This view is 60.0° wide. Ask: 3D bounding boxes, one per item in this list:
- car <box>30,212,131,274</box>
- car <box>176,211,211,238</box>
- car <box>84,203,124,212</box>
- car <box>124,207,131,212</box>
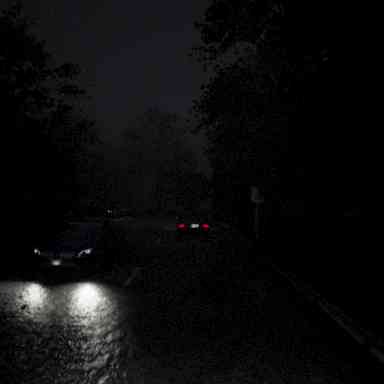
[{"bbox_3d":[-3.430,1.602,10.989,1.812,1.442,4.674,1,-1,3],"label":"car"},{"bbox_3d":[0.048,1.769,18.959,2.033,1.411,5.357,1,-1,-1],"label":"car"},{"bbox_3d":[-9.815,1.870,33.656,4.892,1.490,1.837,0,-3,20],"label":"car"},{"bbox_3d":[-9.551,2.026,37.572,5.357,1.411,2.033,0,-2,22],"label":"car"}]
